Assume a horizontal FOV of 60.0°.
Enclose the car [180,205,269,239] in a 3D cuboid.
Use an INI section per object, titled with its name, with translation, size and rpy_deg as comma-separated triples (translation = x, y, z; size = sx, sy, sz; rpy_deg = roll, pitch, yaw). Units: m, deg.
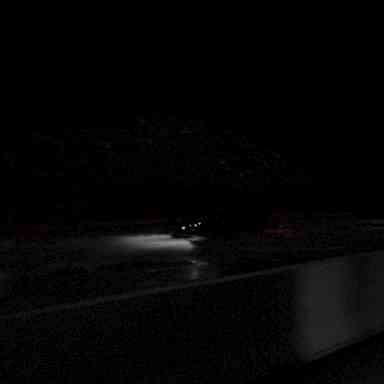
[car]
translation = 1.722, 1.470, 17.050
size = 4.892, 1.490, 1.837
rpy_deg = 0, 0, -29
